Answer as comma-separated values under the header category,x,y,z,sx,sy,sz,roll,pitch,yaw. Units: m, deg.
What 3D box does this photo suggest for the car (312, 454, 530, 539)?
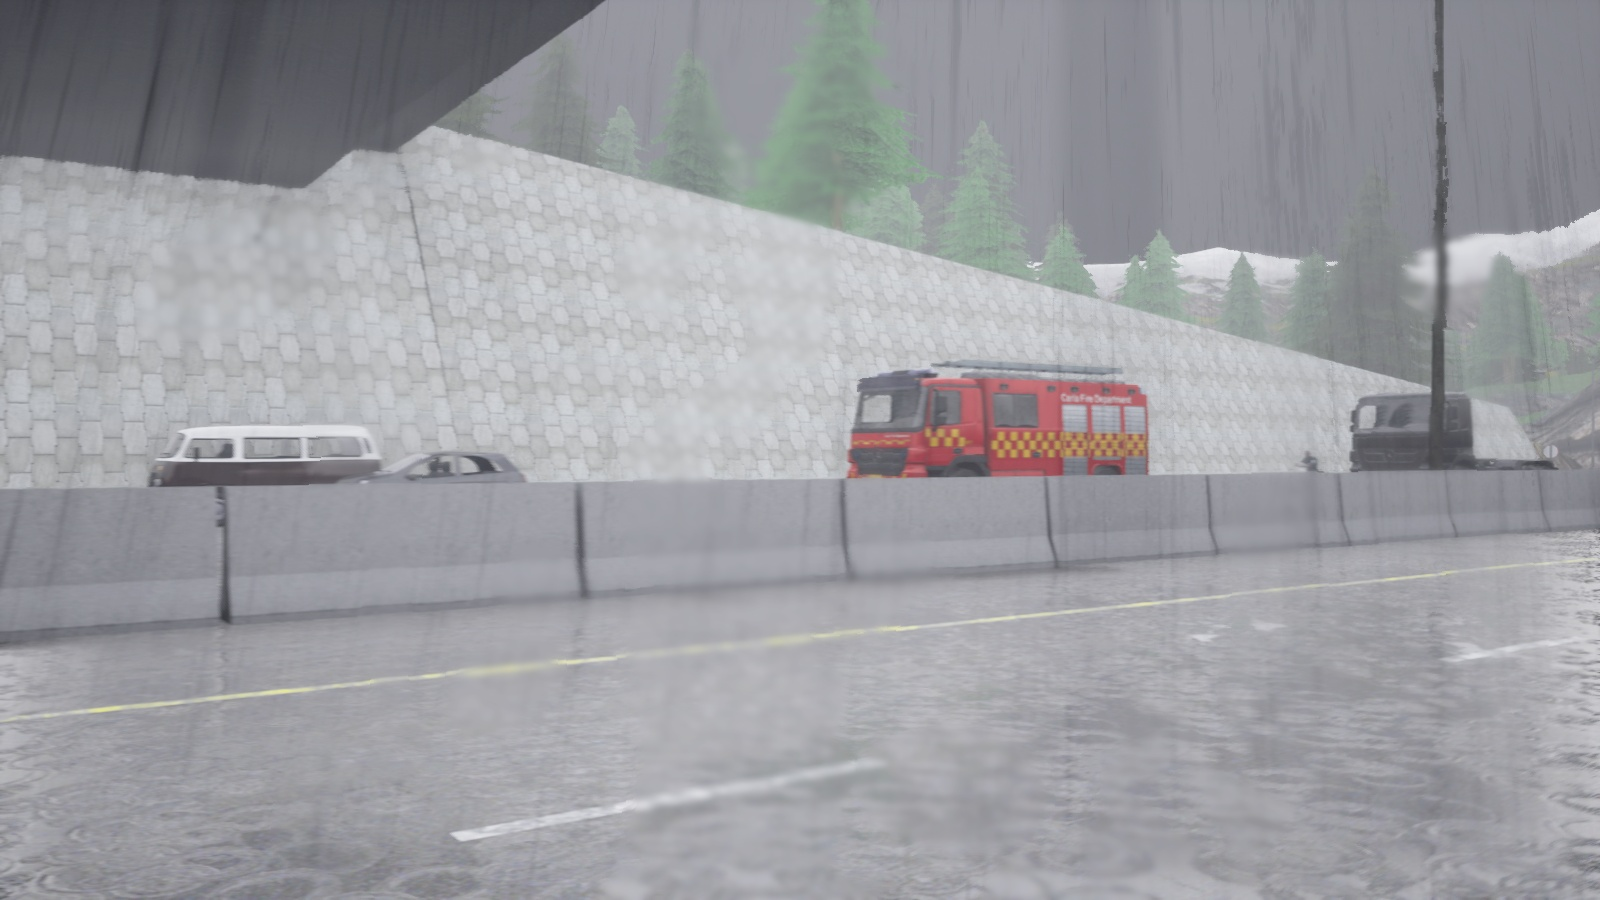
category,x,y,z,sx,sy,sz,roll,pitch,yaw
car,-7.277,0.833,24.179,3.633,1.501,1.845,0,0,-35

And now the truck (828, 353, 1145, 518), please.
category,x,y,z,sx,sy,sz,roll,pitch,yaw
truck,5.019,-0.352,32.743,8.468,3.827,2.891,0,0,-35

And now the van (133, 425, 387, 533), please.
category,x,y,z,sx,sy,sz,roll,pitch,yaw
van,-11.058,0.555,25.813,4.480,2.038,2.069,0,0,-35

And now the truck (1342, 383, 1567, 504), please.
category,x,y,z,sx,sy,sz,roll,pitch,yaw
truck,20.570,-0.184,39.301,7.936,3.462,2.891,0,0,-35
